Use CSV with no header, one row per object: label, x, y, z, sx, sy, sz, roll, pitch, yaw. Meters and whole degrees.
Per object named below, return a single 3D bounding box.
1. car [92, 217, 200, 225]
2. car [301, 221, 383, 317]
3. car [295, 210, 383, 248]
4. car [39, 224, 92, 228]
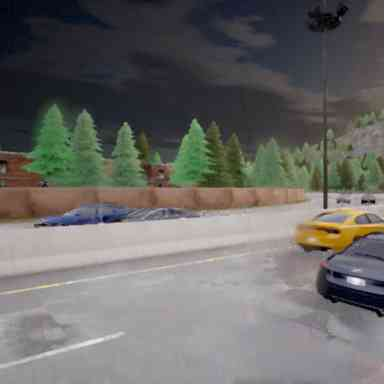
car,-1.800,1.435,15.641,4.902,1.511,2.128,-1,0,-36
car,4.477,1.508,6.938,4.181,1.385,1.994,-1,0,-36
car,5.911,1.390,12.303,5.008,1.535,1.882,-1,0,-36
car,-5.489,1.437,17.284,5.008,1.535,1.882,-1,0,-36
